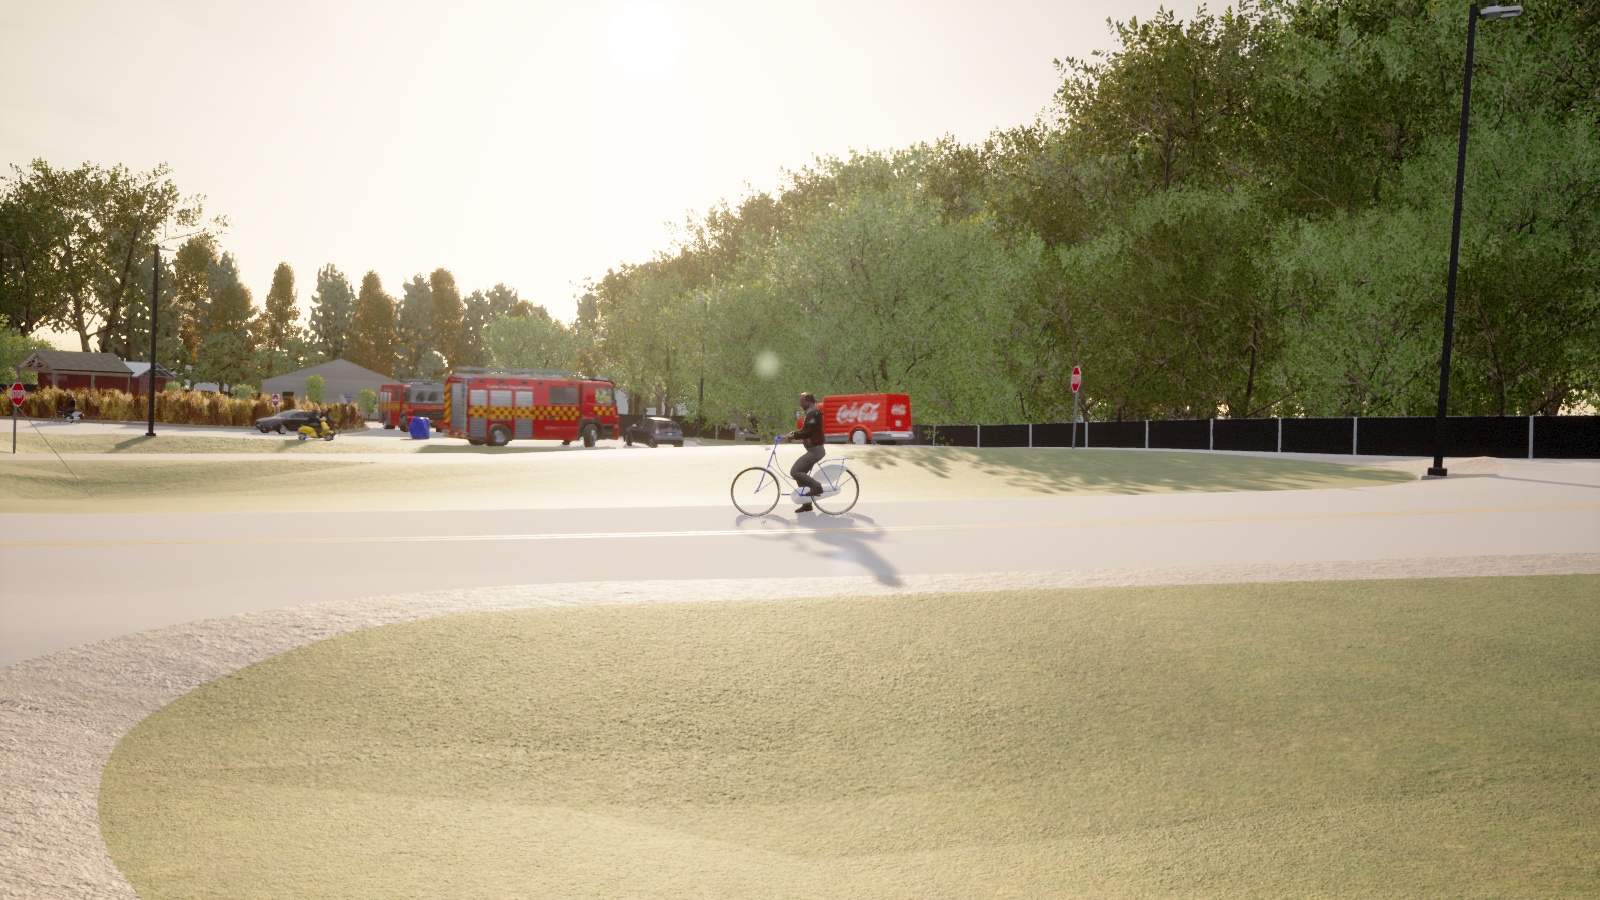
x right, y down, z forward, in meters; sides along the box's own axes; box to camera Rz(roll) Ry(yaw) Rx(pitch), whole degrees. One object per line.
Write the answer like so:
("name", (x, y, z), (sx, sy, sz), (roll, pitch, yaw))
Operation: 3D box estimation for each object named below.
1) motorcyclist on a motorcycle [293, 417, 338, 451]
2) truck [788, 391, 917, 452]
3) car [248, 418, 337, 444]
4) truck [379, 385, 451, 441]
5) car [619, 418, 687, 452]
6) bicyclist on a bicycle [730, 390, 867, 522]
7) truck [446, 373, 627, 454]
("motorcyclist on a motorcycle", (-23.018, -0.767, 59.701), (1.817, 1.590, 0.866), (1, 2, 4))
("truck", (2.365, -1.265, 57.130), (5.204, 2.467, 2.627), (-3, -1, 35))
("car", (-30.945, -1.118, 76.666), (1.837, 1.490, 4.892), (1, 1, 31))
("truck", (-28.016, -2.741, 91.078), (2.891, 3.827, 8.468), (0, 2, -32))
("car", (-7.748, -0.814, 65.909), (1.851, 1.617, 3.988), (0, 4, -34))
("bicyclist on a bicycle", (-0.029, 0.070, 17.746), (1.843, 1.776, 0.659), (-2, 3, -5))
("truck", (-13.072, -1.851, 62.769), (8.468, 3.827, 2.891), (-1, 4, -40))
